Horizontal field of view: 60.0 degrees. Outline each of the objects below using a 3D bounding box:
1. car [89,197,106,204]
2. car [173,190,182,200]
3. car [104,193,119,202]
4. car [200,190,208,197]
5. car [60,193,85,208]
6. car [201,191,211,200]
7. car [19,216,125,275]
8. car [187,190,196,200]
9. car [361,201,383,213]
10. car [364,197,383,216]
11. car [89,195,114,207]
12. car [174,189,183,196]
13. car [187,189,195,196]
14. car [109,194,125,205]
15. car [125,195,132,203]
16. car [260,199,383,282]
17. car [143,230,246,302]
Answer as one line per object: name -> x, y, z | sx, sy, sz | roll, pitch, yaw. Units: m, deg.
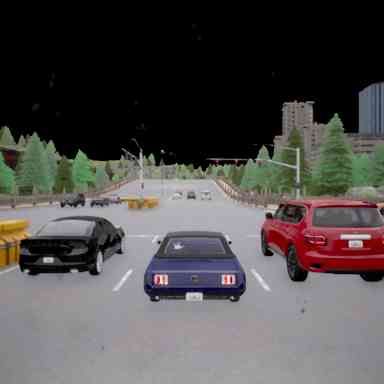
car -> -17.595, 1.595, 62.184 | 1.895, 1.301, 4.718 | 0, 0, 0
car -> -3.651, 0.997, 81.138 | 1.812, 1.442, 4.674 | 0, 4, 0
car -> -17.603, 1.204, 73.092 | 2.097, 1.767, 4.553 | 0, 1, 0
car -> 3.294, 0.340, 90.287 | 1.895, 1.301, 4.718 | 0, 7, 0
car -> -17.627, 1.217, 49.469 | 2.150, 2.045, 5.566 | 0, 0, 0
car -> 3.357, 0.787, 79.828 | 2.150, 2.045, 5.566 | 0, 3, 0
car -> -3.427, 1.477, 10.438 | 1.882, 1.535, 5.008 | 0, 0, 0
car -> -0.151, 0.827, 81.190 | 2.097, 1.767, 4.553 | 0, 4, 0
car -> 21.117, 1.598, 35.888 | 4.718, 1.301, 1.895 | 0, 0, 0
car -> 19.579, 1.349, 32.381 | 4.553, 1.767, 2.097 | 0, 0, 0
car -> -14.121, 1.543, 51.236 | 2.033, 1.411, 5.357 | 0, 0, 0
car -> -3.713, 0.155, 91.359 | 2.128, 1.511, 4.902 | 0, 7, 0
car -> -0.213, 0.155, 91.380 | 2.128, 1.511, 4.902 | 0, 7, 0
car -> -14.106, 1.520, 60.640 | 1.812, 1.442, 4.674 | 0, 0, 0
car -> -14.089, 1.395, 70.826 | 1.882, 1.535, 5.008 | 0, 1, 0
car -> 3.568, 1.221, 9.898 | 2.150, 2.045, 5.566 | 0, 0, 0
car -> 0.064, 1.600, 8.215 | 1.895, 1.301, 4.718 | 0, 0, 0
